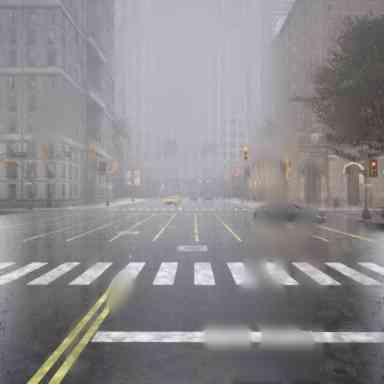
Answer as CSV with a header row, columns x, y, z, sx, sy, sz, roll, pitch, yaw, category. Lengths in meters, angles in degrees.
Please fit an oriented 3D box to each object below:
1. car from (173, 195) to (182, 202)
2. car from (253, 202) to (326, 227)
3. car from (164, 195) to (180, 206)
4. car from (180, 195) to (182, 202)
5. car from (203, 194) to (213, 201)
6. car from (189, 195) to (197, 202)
x,y,z,sx,sy,sz,roll,pitch,yaw,category
-3.284,1.475,76.697,1.882,1.535,5.008,0,0,1,car
6.671,1.504,23.132,4.892,1.490,1.837,0,2,33,car
-3.546,1.476,55.510,1.882,1.535,5.008,0,0,0,car
-3.433,1.475,66.241,1.882,1.535,5.008,0,0,1,car
3.736,1.277,78.489,2.097,1.767,4.553,0,0,1,car
0.236,1.447,78.556,2.128,1.511,4.902,0,0,1,car
